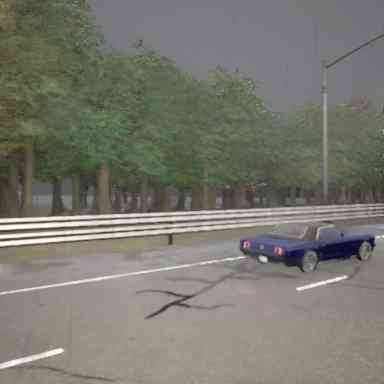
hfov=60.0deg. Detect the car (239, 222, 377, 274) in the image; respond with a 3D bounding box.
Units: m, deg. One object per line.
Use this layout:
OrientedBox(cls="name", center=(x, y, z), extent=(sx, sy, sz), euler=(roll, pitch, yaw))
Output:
OrientedBox(cls="car", center=(3.854, 1.606, 10.622), extent=(4.718, 1.301, 1.895), euler=(0, 0, -34))
